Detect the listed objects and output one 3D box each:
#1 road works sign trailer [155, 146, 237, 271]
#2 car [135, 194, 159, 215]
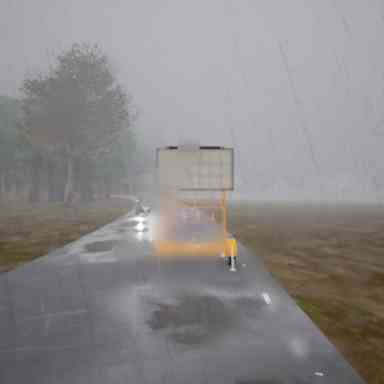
[{"bbox_3d":[0.090,0.360,10.495,2.380,3.560,2.880,0,1,-2],"label":"road works sign trailer"},{"bbox_3d":[-3.990,1.198,29.798,2.128,1.511,4.902,0,1,-5],"label":"car"}]
